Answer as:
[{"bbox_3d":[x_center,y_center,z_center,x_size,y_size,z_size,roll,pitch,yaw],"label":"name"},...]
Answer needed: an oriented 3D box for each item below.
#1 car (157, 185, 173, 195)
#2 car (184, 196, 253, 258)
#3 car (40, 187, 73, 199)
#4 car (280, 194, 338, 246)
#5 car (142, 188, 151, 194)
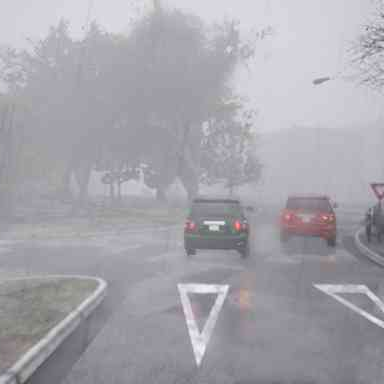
[{"bbox_3d":[-5.104,-0.427,65.999,2.150,2.045,5.566,0,1,-12],"label":"car"},{"bbox_3d":[1.141,1.142,12.812,2.150,2.045,5.566,0,1,10],"label":"car"},{"bbox_3d":[-20.111,0.112,49.505,4.553,1.767,2.097,-1,2,-25],"label":"car"},{"bbox_3d":[5.383,1.092,15.238,2.150,2.045,5.566,1,2,22],"label":"car"},{"bbox_3d":[-10.366,-0.212,76.011,1.882,1.535,5.008,0,0,-7],"label":"car"}]
